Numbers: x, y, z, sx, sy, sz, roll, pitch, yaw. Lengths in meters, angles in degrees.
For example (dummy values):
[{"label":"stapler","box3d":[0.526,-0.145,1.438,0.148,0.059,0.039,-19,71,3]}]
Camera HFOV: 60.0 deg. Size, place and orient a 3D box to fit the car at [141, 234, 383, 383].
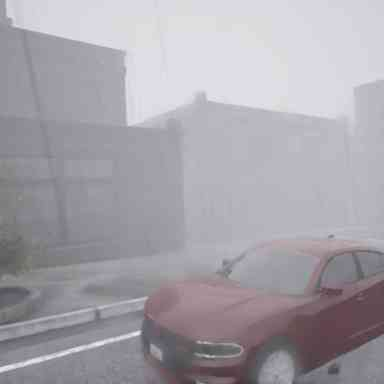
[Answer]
[{"label":"car","box3d":[1.655,1.476,5.073,5.008,1.535,1.882,0,0,-35]}]
